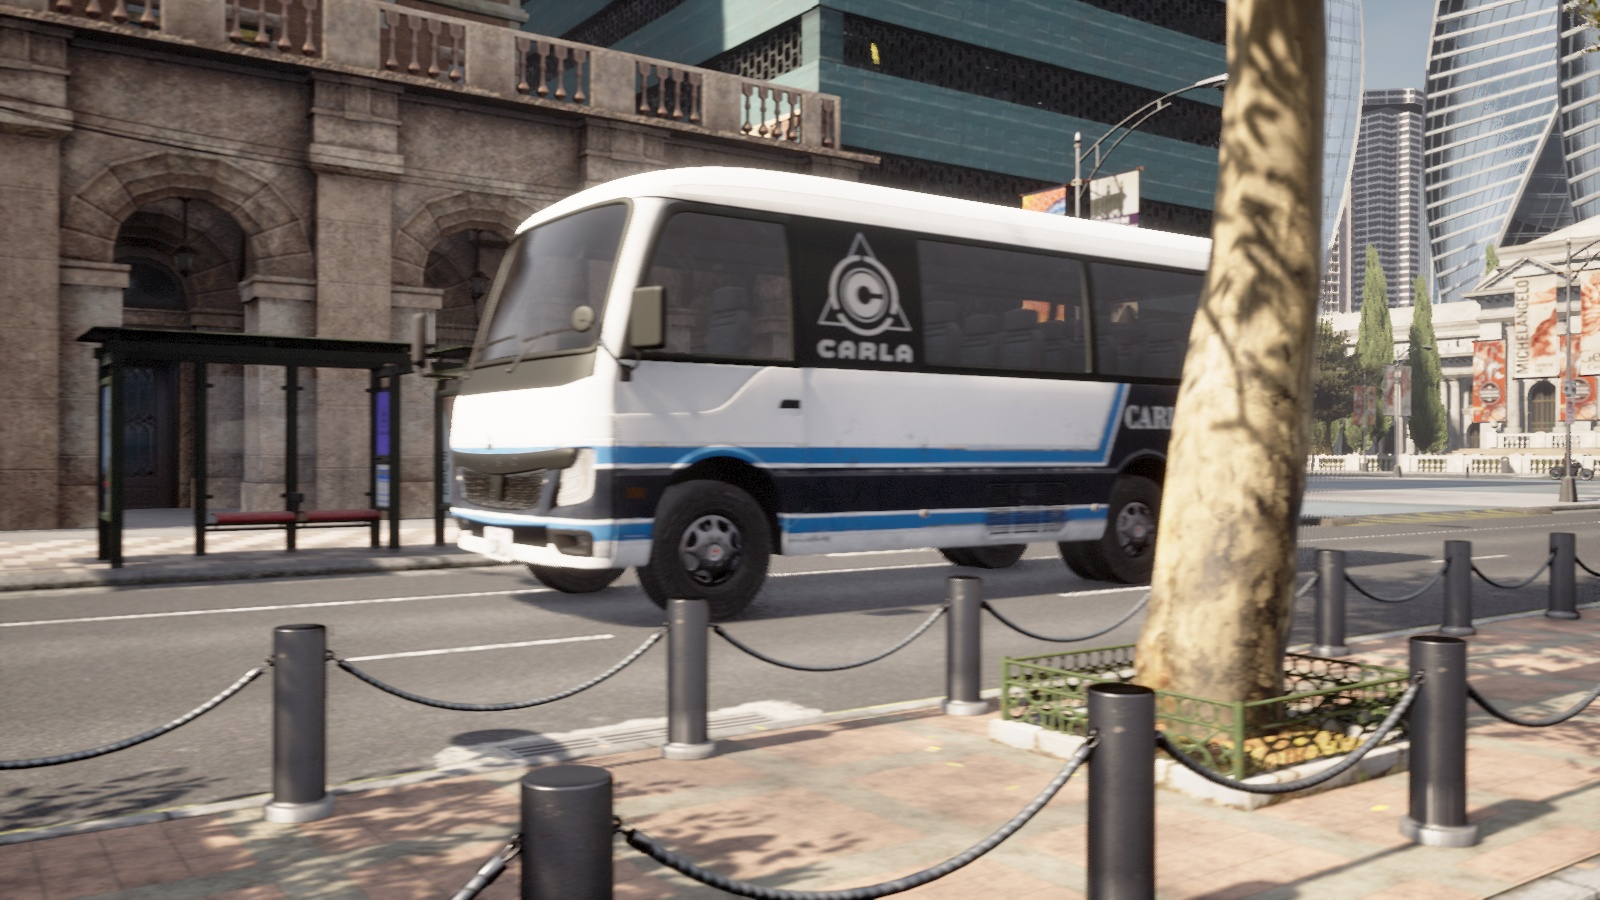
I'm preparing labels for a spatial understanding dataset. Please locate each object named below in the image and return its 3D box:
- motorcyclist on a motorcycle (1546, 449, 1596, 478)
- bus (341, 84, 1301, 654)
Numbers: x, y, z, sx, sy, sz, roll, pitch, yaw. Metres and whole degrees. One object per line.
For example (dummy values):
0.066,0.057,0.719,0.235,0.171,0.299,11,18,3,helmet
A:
44.393,0.779,72.335,0.766,1.649,2.350,0,0,-35,motorcyclist on a motorcycle
0.735,-0.599,13.923,10.273,4.253,3.944,0,0,-35,bus
